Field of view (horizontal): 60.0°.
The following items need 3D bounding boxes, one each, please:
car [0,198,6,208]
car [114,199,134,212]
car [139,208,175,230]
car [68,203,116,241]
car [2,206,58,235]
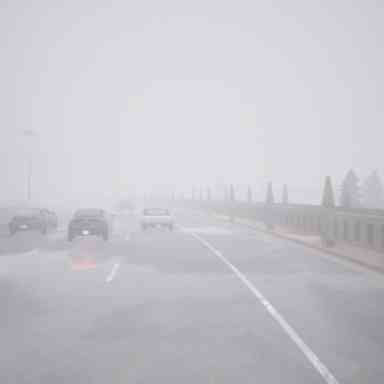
[{"bbox_3d":[-23.461,1.545,39.592,2.097,1.767,4.553,0,0,-26],"label":"car"},{"bbox_3d":[-8.307,1.644,40.326,1.837,1.490,4.892,0,0,-22],"label":"car"},{"bbox_3d":[-2.386,1.667,21.464,1.895,1.301,4.718,0,0,-12],"label":"car"},{"bbox_3d":[-5.178,1.571,17.349,1.837,1.490,4.892,0,0,-10],"label":"car"},{"bbox_3d":[-9.126,1.612,19.396,1.812,1.442,4.674,0,0,-11],"label":"car"}]
